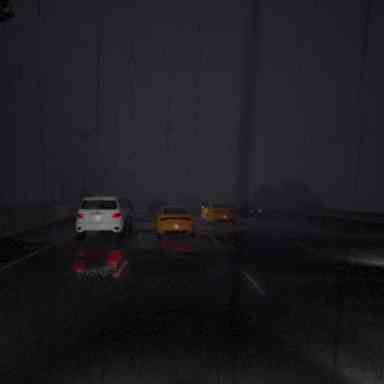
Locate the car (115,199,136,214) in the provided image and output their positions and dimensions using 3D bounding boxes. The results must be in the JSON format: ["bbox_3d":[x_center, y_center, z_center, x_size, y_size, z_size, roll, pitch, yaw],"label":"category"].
[{"bbox_3d":[-7.276,1.515,36.163,2.033,1.411,5.357,0,0,-12],"label":"car"}]

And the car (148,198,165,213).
[{"bbox_3d":[-3.781,1.440,36.338,1.882,1.535,5.008,0,0,-11],"label":"car"}]

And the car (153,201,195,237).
[{"bbox_3d":[-0.976,1.458,18.046,1.882,1.535,5.008,0,0,-5],"label":"car"}]

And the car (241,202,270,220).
[{"bbox_3d":[4.824,1.508,28.098,2.033,1.411,5.357,0,0,-9],"label":"car"}]

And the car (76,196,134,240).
[{"bbox_3d":[-4.382,1.207,17.283,2.150,2.045,5.566,0,0,-5],"label":"car"}]

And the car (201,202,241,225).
[{"bbox_3d":[1.827,1.447,24.151,1.882,1.535,5.008,0,0,-7],"label":"car"}]
